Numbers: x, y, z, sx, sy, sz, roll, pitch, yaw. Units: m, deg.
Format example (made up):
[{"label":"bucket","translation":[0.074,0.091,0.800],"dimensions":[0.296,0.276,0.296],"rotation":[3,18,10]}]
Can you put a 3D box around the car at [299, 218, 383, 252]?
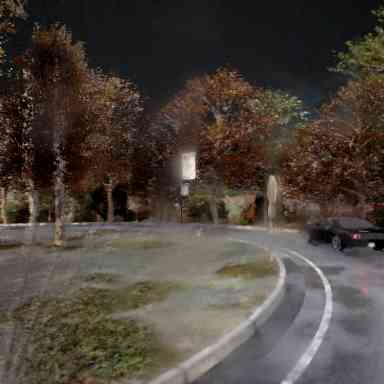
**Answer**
[{"label":"car","translation":[6.496,1.781,14.655],"dimensions":[1.895,1.301,4.718],"rotation":[0,-2,-5]}]
